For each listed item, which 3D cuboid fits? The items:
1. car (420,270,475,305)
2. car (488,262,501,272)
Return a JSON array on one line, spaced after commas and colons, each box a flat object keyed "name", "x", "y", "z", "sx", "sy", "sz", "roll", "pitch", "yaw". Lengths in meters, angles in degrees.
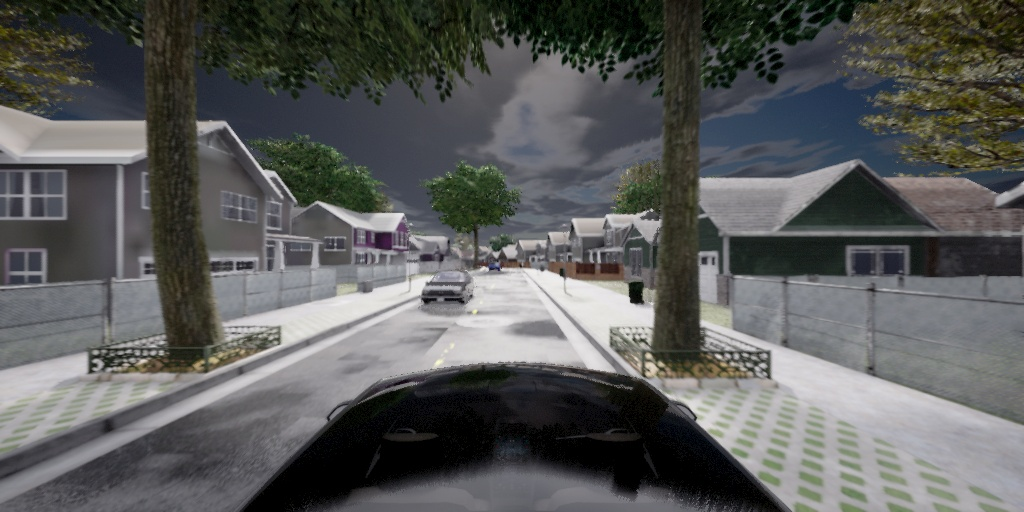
[{"name": "car", "x": -2.856, "y": 1.392, "z": 17.024, "sx": 2.033, "sy": 1.411, "sz": 5.357, "roll": 0, "pitch": 0, "yaw": 0}, {"name": "car", "x": -2.847, "y": 1.736, "z": 58.644, "sx": 1.882, "sy": 1.535, "sz": 5.008, "roll": 0, "pitch": -1, "yaw": 0}]
